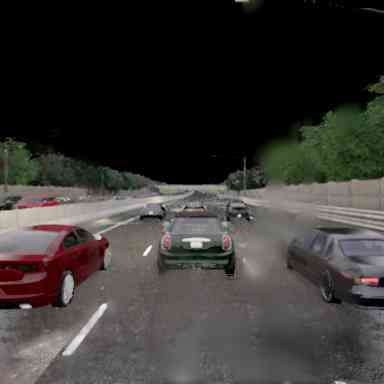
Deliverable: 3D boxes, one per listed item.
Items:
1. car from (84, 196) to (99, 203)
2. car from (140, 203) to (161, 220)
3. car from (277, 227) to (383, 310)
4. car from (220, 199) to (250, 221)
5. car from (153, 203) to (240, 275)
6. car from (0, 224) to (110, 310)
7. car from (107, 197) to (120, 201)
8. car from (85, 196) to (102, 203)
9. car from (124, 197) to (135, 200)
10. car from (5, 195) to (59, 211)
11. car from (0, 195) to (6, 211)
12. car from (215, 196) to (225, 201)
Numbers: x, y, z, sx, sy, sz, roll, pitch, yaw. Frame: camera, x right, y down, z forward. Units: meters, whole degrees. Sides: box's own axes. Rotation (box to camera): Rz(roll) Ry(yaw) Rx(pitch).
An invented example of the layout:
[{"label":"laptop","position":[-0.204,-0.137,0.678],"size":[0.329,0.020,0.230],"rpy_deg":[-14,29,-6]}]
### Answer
[{"label":"car","position":[-23.240,1.757,77.012],"size":[2.128,1.511,4.902],"rpy_deg":[0,0,-2]},{"label":"car","position":[-3.292,1.658,28.928],"size":[1.994,1.385,4.181],"rpy_deg":[0,0,0]},{"label":"car","position":[3.615,1.574,8.128],"size":[2.033,1.411,5.357],"rpy_deg":[0,0,0]},{"label":"car","position":[3.704,1.597,28.335],"size":[1.837,1.490,4.892],"rpy_deg":[0,0,0]},{"label":"car","position":[0.122,1.387,10.727],"size":[2.097,1.767,4.553],"rpy_deg":[0,0,0]},{"label":"car","position":[-3.386,1.503,8.002],"size":[1.882,1.535,5.008],"rpy_deg":[0,0,0]},{"label":"car","position":[-16.927,1.770,71.925],"size":[2.128,1.511,4.902],"rpy_deg":[0,0,1]},{"label":"car","position":[-20.454,1.772,70.164],"size":[1.994,1.385,4.181],"rpy_deg":[0,0,1]},{"label":"car","position":[-13.427,1.723,71.870],"size":[1.882,1.535,5.008],"rpy_deg":[0,0,1]},{"label":"car","position":[-13.978,1.318,30.005],"size":[2.150,2.045,5.566],"rpy_deg":[0,0,1]},{"label":"car","position":[-17.475,1.319,30.458],"size":[2.150,2.045,5.566],"rpy_deg":[0,0,1]},{"label":"car","position":[7.785,1.705,89.443],"size":[2.128,1.511,4.902],"rpy_deg":[0,0,2]}]
